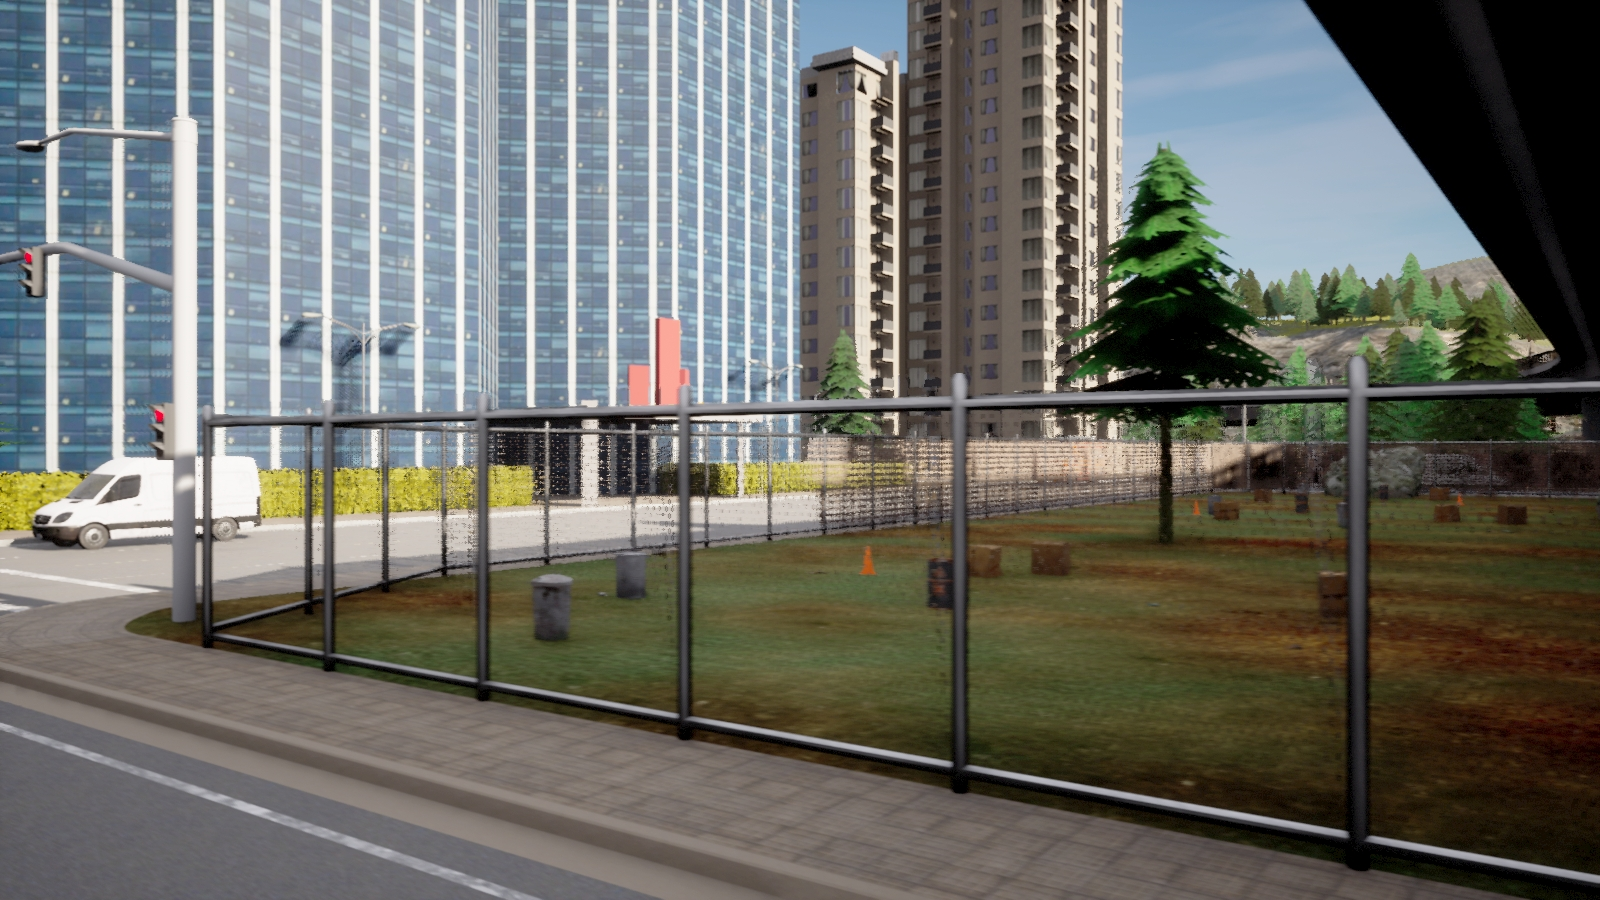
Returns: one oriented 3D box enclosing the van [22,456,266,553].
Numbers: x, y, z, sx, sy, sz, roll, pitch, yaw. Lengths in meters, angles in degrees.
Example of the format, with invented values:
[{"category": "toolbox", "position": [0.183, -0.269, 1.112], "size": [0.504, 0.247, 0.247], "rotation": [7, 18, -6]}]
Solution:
[{"category": "van", "position": [-19.079, 1.479, 33.576], "size": [1.988, 2.561, 5.915], "rotation": [0, 0, 35]}]
